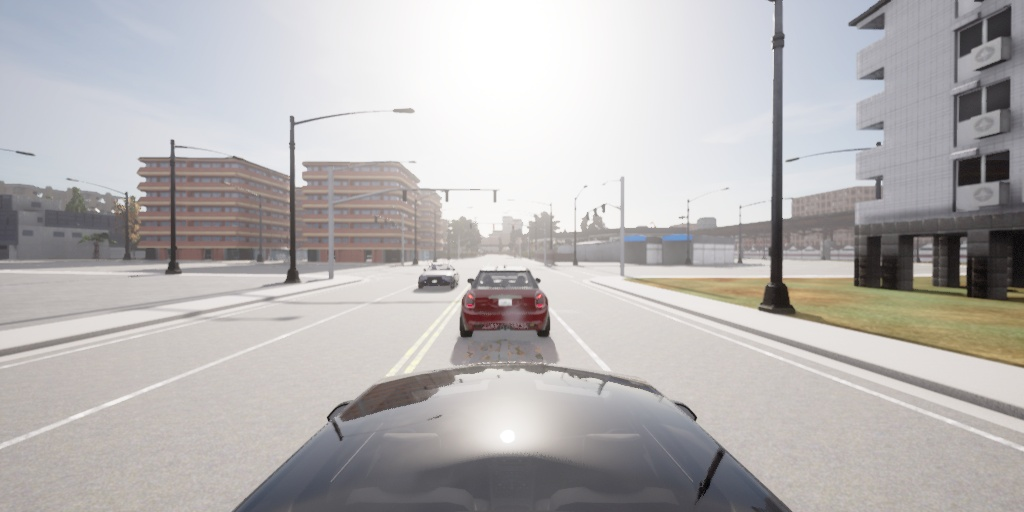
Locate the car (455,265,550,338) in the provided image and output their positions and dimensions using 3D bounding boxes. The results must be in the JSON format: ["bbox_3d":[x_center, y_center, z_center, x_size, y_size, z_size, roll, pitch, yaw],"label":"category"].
[{"bbox_3d":[-0.218,1.029,10.123,2.097,1.767,4.553,0,1,-2],"label":"car"}]

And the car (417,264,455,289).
[{"bbox_3d":[-4.230,1.166,21.197,1.994,1.385,4.181,0,0,-2],"label":"car"}]
